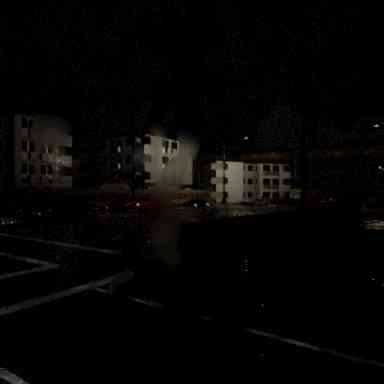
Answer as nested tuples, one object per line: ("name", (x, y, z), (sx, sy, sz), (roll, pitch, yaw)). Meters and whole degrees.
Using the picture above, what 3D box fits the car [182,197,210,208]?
("car", (0.603, 1.448, 46.511), (1.994, 1.385, 4.181), (0, 0, 43))

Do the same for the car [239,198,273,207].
("car", (9.259, 1.510, 49.311), (4.718, 1.301, 1.895), (0, 0, -31))

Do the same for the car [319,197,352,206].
("car", (20.076, 1.458, 46.378), (4.892, 1.490, 1.837), (0, 0, -18))

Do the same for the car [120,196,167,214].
("car", (-4.706, 1.252, 34.424), (2.097, 1.767, 4.553), (0, 0, 38))

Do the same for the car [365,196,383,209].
("car", (25.339, 1.330, 43.623), (4.553, 1.767, 2.097), (0, 0, -8))

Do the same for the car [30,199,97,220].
("car", (-10.143, 1.389, 27.282), (2.128, 1.511, 4.902), (0, 0, 37))

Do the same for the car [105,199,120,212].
("car", (-7.362, 1.375, 36.717), (2.128, 1.511, 4.902), (0, 0, 38))

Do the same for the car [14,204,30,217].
("car", (-12.997, 1.387, 29.305), (1.837, 1.490, 4.892), (0, 0, 37))

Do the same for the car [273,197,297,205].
("car", (15.596, 1.499, 56.258), (4.181, 1.385, 1.994), (0, 0, -18))
